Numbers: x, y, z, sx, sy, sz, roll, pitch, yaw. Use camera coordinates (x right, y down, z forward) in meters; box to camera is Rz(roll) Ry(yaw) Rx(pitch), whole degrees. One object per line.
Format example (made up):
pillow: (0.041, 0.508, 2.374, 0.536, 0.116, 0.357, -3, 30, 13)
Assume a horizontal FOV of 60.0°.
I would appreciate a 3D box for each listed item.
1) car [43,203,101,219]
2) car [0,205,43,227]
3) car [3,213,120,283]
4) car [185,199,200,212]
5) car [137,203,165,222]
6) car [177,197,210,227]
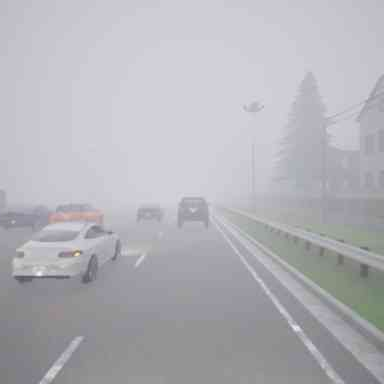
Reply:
car: (-6.910, 1.462, 20.377, 2.097, 1.767, 4.553, 0, 0, 0)
car: (-10.409, 1.596, 21.828, 1.882, 1.535, 5.008, 0, 0, 0)
car: (-3.404, 1.579, 9.724, 1.812, 1.442, 4.674, 0, 0, 0)
car: (0.081, 1.735, 42.748, 1.837, 1.490, 4.892, 0, 0, 0)
car: (-3.414, 1.629, 28.089, 1.882, 1.535, 5.008, 0, 0, 0)
car: (0.100, 1.352, 24.312, 2.150, 2.045, 5.566, 0, 0, 0)
